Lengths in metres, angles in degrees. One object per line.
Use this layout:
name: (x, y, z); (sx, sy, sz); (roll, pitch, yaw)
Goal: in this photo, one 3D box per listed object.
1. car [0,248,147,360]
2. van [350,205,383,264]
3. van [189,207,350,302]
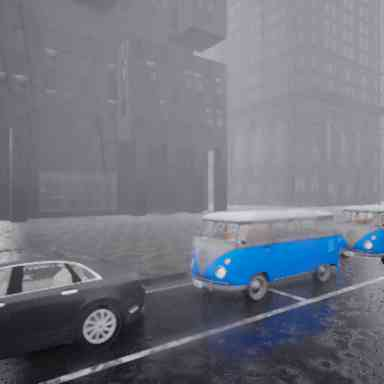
car: (-2.788, 1.550, 4.660); (4.403, 1.369, 2.008); (0, 0, -35)
van: (6.456, 1.330, 11.254); (3.998, 1.788, 1.690); (0, 0, -35)
van: (1.834, 1.335, 7.957); (3.998, 1.788, 1.690); (0, 0, -35)
